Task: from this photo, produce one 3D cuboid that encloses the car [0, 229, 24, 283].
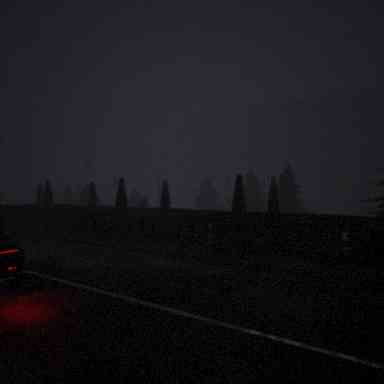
[{"bbox_3d":[-6.138,1.482,8.367,4.892,1.490,1.837,0,0,35],"label":"car"}]
